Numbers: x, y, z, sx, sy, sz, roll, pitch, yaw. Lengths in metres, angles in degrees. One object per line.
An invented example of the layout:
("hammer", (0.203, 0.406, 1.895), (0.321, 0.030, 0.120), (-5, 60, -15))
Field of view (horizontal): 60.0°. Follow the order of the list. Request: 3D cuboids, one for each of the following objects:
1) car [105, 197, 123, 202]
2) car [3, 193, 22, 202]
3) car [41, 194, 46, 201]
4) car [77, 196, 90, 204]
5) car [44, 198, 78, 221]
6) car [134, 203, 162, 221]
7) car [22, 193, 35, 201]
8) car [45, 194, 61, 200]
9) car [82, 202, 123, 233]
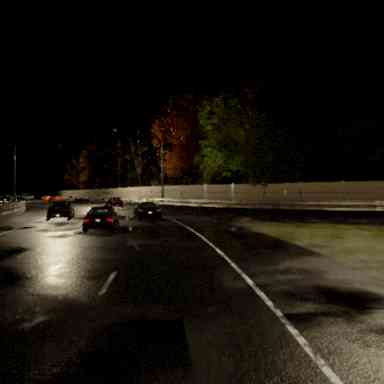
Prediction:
("car", (-11.426, 1.546, 48.705), (1.837, 1.490, 4.892), (0, 0, -25))
("car", (-43.584, 1.584, 79.855), (4.902, 1.511, 2.128), (0, 0, 39))
("car", (-37.027, 1.364, 85.026), (2.097, 1.767, 4.553), (0, 0, -36))
("car", (-22.123, 1.629, 66.726), (2.128, 1.511, 4.902), (0, 0, -38))
("car", (-10.960, 1.560, 27.951), (1.837, 1.490, 4.892), (0, 0, -15))
("car", (-3.721, 1.569, 27.664), (1.994, 1.385, 4.181), (0, 0, -14))
("car", (-41.296, 1.266, 82.500), (5.566, 2.045, 2.150), (0, 0, 39))
("car", (-32.861, 1.524, 79.795), (2.097, 1.767, 4.553), (0, 0, -39))
("car", (-5.429, 1.570, 20.166), (2.033, 1.411, 5.357), (0, 0, -10))
